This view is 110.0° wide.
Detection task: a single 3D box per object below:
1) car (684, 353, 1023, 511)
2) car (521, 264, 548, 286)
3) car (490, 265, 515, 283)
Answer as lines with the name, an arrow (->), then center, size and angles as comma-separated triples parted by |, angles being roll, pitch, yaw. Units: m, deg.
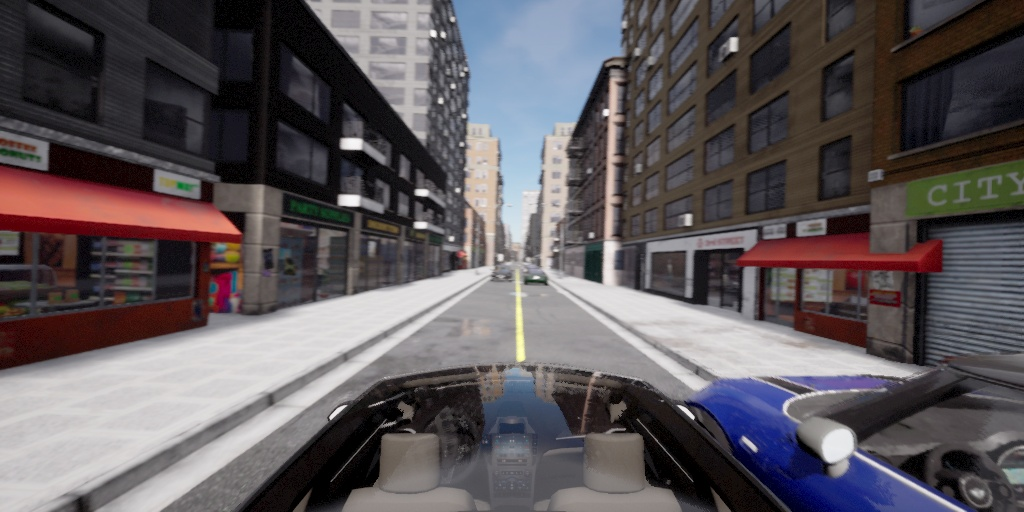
car -> 2.426, 1.152, 1.225 | 2.097, 1.767, 4.553 | 0, -1, 1
car -> 1.950, 1.674, 30.101 | 1.994, 1.385, 4.181 | 2, -1, 1
car -> -0.852, 1.529, 31.704 | 1.837, 1.490, 4.892 | 2, -1, 1
